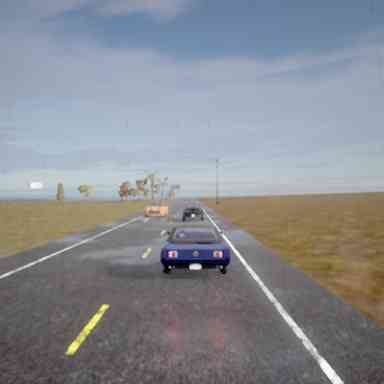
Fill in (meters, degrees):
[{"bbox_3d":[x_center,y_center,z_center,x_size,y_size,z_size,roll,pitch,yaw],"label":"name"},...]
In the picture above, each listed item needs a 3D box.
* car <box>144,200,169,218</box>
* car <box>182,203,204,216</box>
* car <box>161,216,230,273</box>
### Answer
[{"bbox_3d":[-3.585,1.690,34.129,2.097,1.767,4.553,0,-1,0],"label":"car"},{"bbox_3d":[0.095,1.815,31.393,1.837,1.490,4.892,0,-1,0],"label":"car"},{"bbox_3d":[0.096,1.713,11.071,1.895,1.301,4.718,0,-1,0],"label":"car"}]
